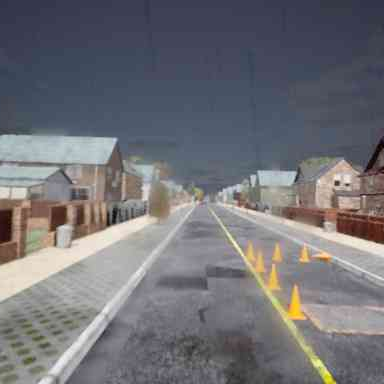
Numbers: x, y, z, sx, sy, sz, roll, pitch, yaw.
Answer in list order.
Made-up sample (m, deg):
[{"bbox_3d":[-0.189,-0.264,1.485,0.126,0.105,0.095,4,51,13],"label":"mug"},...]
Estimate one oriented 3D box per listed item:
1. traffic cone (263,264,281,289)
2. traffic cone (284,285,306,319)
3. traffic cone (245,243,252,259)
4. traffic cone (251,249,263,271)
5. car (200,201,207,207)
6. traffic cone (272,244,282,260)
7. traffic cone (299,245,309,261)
[{"bbox_3d":[2.067,2.134,8.452,0.340,0.580,0.340,2,-1,2],"label":"traffic cone"},{"bbox_3d":[2.004,2.106,6.453,0.340,0.580,0.340,2,-1,2],"label":"traffic cone"},{"bbox_3d":[2.192,2.192,12.450,0.340,0.580,0.340,2,-1,2],"label":"traffic cone"},{"bbox_3d":[2.130,2.163,10.451,0.340,0.580,0.340,2,-1,2],"label":"traffic cone"},{"bbox_3d":[2.725,2.848,79.479,2.033,1.411,5.357,2,-1,2],"label":"car"},{"bbox_3d":[3.191,2.224,12.418,0.340,0.580,0.340,2,-1,2],"label":"traffic cone"},{"bbox_3d":[4.190,2.257,12.386,0.340,0.580,0.340,2,-1,2],"label":"traffic cone"}]
